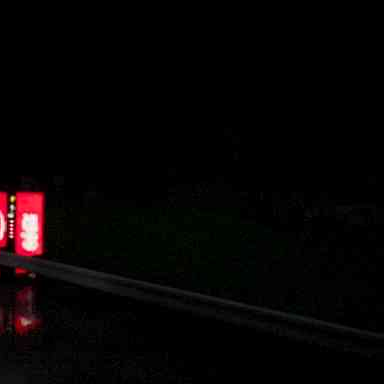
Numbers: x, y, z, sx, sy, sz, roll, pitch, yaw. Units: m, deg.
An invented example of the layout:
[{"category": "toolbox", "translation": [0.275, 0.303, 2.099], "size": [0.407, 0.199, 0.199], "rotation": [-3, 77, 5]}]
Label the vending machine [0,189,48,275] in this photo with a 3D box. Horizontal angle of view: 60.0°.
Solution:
[{"category": "vending machine", "translation": [-4.599, 0.968, 8.812], "size": [0.880, 2.100, 1.100], "rotation": [2, 1, 33]}]
